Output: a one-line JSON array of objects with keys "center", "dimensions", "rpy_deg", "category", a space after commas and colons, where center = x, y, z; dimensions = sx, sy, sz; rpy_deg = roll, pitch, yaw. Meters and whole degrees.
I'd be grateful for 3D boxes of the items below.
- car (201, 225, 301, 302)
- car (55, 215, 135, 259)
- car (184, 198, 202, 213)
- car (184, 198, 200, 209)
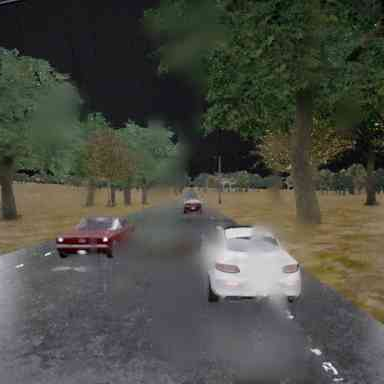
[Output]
[{"center": [1.233, 1.532, 8.144], "dimensions": [1.812, 1.442, 4.674], "rpy_deg": [0, 0, 0], "category": "car"}, {"center": [-3.487, 1.611, 12.784], "dimensions": [1.895, 1.301, 4.718], "rpy_deg": [0, 0, 0], "category": "car"}, {"center": [0.122, 1.514, 36.745], "dimensions": [1.882, 1.535, 5.008], "rpy_deg": [0, 0, 0], "category": "car"}, {"center": [0.051, 1.596, 46.809], "dimensions": [2.128, 1.511, 4.902], "rpy_deg": [0, -1, 0], "category": "car"}]
